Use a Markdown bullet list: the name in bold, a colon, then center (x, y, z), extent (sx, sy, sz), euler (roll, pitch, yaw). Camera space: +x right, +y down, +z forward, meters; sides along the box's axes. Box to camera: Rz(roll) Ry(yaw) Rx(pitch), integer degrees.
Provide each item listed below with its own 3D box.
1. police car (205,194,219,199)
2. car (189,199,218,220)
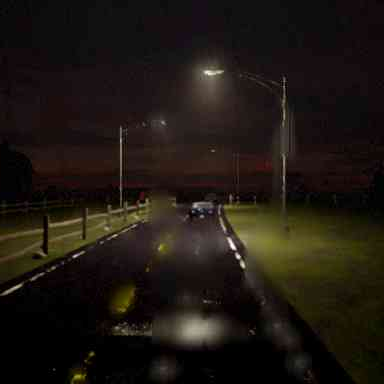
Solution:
- **police car**: center (3.020, 1.133, 51.034), extent (1.930, 1.638, 5.238), euler (0, 0, 6)
- **car**: center (0.867, 1.451, 25.996), extent (1.895, 1.301, 4.718), euler (0, 0, 4)
